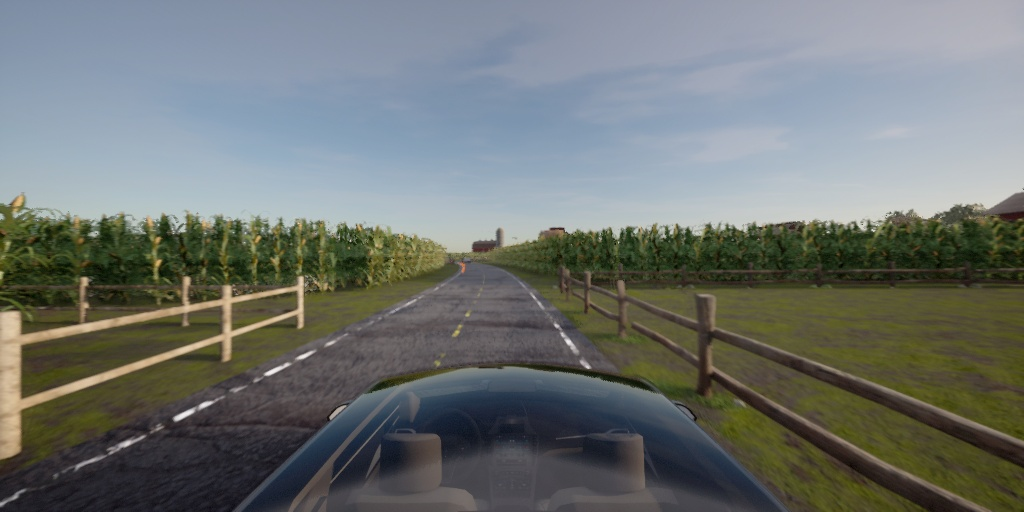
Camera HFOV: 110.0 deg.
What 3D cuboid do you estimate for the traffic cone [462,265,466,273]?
[{"bbox_3d":[-5.914,1.716,43.211,0.340,0.580,0.340,0,0,-6],"label":"traffic cone"}]
